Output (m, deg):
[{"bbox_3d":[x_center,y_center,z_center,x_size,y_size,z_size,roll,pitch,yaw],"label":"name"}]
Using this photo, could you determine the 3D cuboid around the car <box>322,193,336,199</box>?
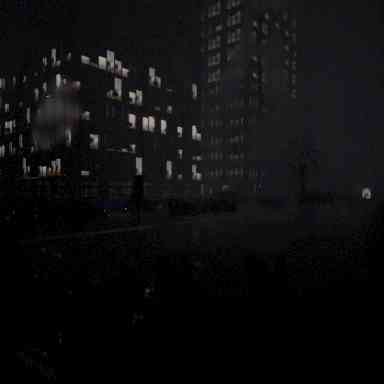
[{"bbox_3d":[33.025,0.829,80.236,1.947,1.339,4.313,1,1,40],"label":"car"}]

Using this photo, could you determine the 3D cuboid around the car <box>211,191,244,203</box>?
[{"bbox_3d":[3.795,0.882,41.986,2.150,2.045,5.566,0,0,41],"label":"car"}]

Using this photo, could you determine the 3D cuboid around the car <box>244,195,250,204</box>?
[{"bbox_3d":[7.171,1.148,49.947,1.947,1.339,4.313,1,1,40],"label":"car"}]

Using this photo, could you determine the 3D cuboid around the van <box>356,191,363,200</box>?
[{"bbox_3d":[35.694,0.683,70.449,1.690,1.788,3.998,1,1,40],"label":"van"}]

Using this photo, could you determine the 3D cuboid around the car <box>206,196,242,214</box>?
[{"bbox_3d":[2.504,1.320,31.469,1.947,1.339,4.313,1,1,40],"label":"car"}]

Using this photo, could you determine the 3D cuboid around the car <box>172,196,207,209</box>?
[{"bbox_3d":[-0.221,1.219,41.300,1.887,1.381,4.507,1,1,40],"label":"car"}]

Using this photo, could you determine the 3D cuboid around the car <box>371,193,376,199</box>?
[{"bbox_3d":[39.386,0.848,74.779,2.008,1.369,4.403,1,1,40],"label":"car"}]

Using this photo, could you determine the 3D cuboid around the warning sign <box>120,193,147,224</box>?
[{"bbox_3d":[-3.643,0.977,20.726,1.300,1.860,1.060,0,0,40],"label":"warning sign"}]

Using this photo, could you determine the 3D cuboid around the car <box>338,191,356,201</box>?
[{"bbox_3d":[28.417,0.957,61.927,1.752,1.417,4.829,1,1,40],"label":"car"}]

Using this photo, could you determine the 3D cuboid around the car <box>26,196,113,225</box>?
[{"bbox_3d":[-8.275,1.330,22.958,1.882,1.535,5.008,0,1,41],"label":"car"}]

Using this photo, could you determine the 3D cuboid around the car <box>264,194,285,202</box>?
[{"bbox_3d":[14.558,1.057,58.601,1.947,1.339,4.313,1,1,40],"label":"car"}]

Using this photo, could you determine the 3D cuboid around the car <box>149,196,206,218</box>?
[{"bbox_3d":[-1.146,1.241,27.104,1.967,1.590,4.097,1,1,40],"label":"car"}]

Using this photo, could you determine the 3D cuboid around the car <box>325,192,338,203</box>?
[{"bbox_3d":[20.921,0.840,53.141,2.192,1.841,5.009,1,1,40],"label":"car"}]

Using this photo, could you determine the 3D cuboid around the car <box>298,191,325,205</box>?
[{"bbox_3d":[17.228,0.885,48.815,2.192,1.841,5.009,1,1,40],"label":"car"}]

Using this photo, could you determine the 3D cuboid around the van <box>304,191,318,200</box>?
[{"bbox_3d":[25.639,0.695,71.578,1.690,1.788,3.998,1,1,40],"label":"van"}]

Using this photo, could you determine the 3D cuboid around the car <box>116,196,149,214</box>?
[{"bbox_3d":[-4.773,1.330,31.966,1.994,1.385,4.181,0,1,41],"label":"car"}]

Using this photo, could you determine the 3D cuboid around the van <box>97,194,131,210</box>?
[{"bbox_3d":[-7.692,1.107,32.716,1.690,1.788,3.998,1,1,40],"label":"van"}]

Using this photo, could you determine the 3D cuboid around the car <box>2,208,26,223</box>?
[{"bbox_3d":[-11.201,1.447,24.444,1.895,1.301,4.718,0,1,38],"label":"car"}]

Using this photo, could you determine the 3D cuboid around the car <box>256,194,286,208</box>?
[{"bbox_3d":[9.840,1.244,40.165,1.802,1.307,4.206,1,1,40],"label":"car"}]

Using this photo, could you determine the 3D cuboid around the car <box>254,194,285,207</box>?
[{"bbox_3d":[10.552,1.110,45.075,2.128,1.511,4.902,0,1,41],"label":"car"}]
